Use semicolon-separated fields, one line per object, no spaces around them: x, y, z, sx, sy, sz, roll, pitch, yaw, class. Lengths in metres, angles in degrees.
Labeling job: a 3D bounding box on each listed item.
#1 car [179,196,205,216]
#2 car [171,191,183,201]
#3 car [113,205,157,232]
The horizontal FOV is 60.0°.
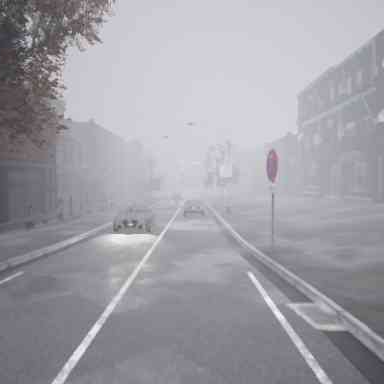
0.176;1.305;29.479;2.033;1.411;5.357;0;1;0;car
-2.732;0.703;60.975;2.097;1.767;4.553;0;1;1;car
-3.136;1.450;18.929;1.994;1.385;4.181;0;1;0;car
